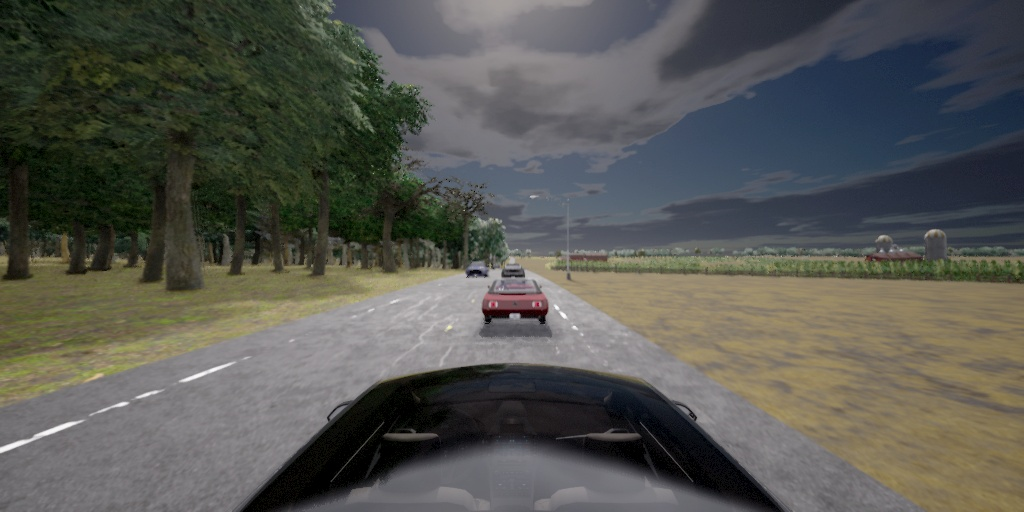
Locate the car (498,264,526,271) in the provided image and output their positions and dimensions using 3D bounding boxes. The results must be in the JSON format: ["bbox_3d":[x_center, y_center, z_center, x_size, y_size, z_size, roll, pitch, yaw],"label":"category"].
[{"bbox_3d":[0.091,1.372,29.059,1.837,1.490,4.892,0,-1,0],"label":"car"}]

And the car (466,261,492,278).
[{"bbox_3d":[-3.594,1.326,37.713,2.097,1.767,4.553,0,-1,0],"label":"car"}]

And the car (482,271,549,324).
[{"bbox_3d":[0.091,1.369,12.087,1.895,1.301,4.718,0,0,0],"label":"car"}]
